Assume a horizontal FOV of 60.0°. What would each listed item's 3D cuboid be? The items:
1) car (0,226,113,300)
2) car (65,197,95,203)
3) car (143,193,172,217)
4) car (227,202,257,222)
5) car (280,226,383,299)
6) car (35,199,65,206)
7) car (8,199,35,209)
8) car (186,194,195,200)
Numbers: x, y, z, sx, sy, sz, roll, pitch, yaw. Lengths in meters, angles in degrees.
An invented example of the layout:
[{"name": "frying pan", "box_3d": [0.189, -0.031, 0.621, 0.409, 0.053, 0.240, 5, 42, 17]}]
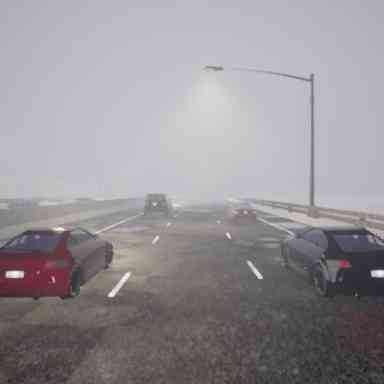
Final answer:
[{"name": "car", "box_3d": [-3.366, 1.536, 8.356, 1.994, 1.385, 4.181, 0, 0, 0]}, {"name": "car", "box_3d": [-13.556, 1.381, 41.262, 1.882, 1.535, 5.008, 0, 0, 2]}, {"name": "car", "box_3d": [-3.098, 1.143, 30.793, 2.150, 2.045, 5.566, 0, 0, 1]}, {"name": "car", "box_3d": [3.819, 1.481, 25.942, 2.033, 1.411, 5.357, 0, 0, 1]}, {"name": "car", "box_3d": [3.635, 1.538, 8.415, 1.994, 1.385, 4.181, 0, 0, 0]}, {"name": "car", "box_3d": [-17.060, 1.502, 41.285, 1.895, 1.301, 4.718, 0, 0, 2]}, {"name": "car", "box_3d": [-20.567, 1.500, 40.967, 1.895, 1.301, 4.718, 0, 0, 2]}, {"name": "car", "box_3d": [-0.793, 1.421, 95.457, 1.837, 1.490, 4.892, 0, 0, 3]}]
